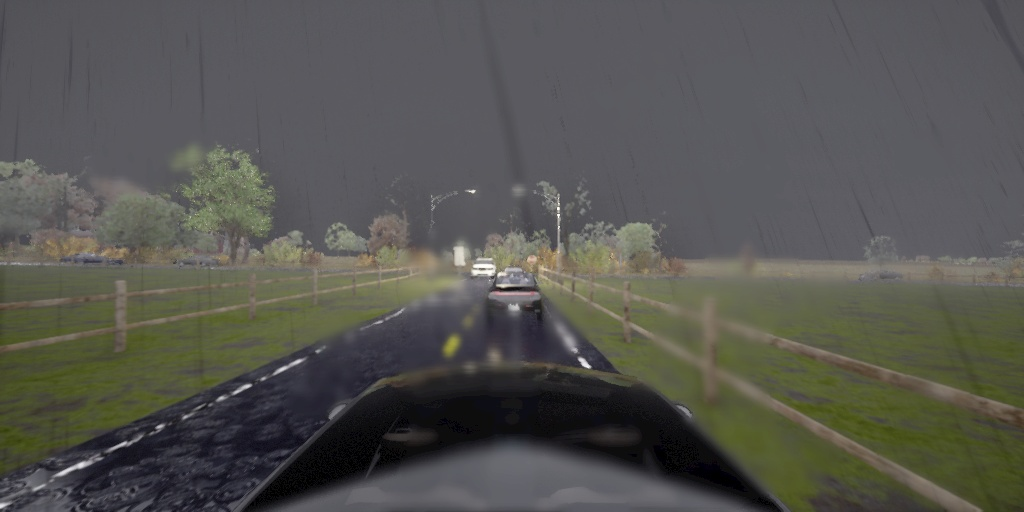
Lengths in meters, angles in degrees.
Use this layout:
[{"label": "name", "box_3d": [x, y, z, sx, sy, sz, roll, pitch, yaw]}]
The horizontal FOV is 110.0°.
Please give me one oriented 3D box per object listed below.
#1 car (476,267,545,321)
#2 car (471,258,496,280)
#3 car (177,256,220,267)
[{"label": "car", "box_3d": [0.098, 1.328, 12.865, 2.128, 1.511, 4.902, 0, 0, 0]}, {"label": "car", "box_3d": [-2.756, 1.231, 36.002, 2.150, 2.045, 5.566, 0, -1, 0]}, {"label": "car", "box_3d": [-41.807, 0.724, 47.807, 4.902, 1.511, 2.128, 1, 0, 0]}]
